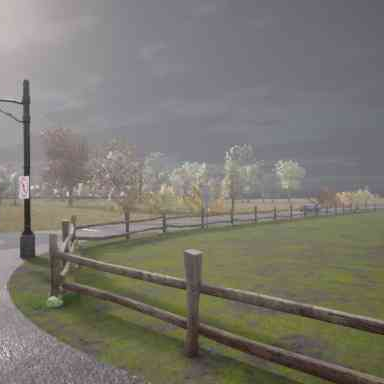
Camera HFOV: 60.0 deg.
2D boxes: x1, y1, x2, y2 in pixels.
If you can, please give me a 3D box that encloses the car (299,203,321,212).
[{"bbox_3d":[18.897,2.449,52.982,2.033,1.411,5.357,-1,-2,40],"label":"car"}]
